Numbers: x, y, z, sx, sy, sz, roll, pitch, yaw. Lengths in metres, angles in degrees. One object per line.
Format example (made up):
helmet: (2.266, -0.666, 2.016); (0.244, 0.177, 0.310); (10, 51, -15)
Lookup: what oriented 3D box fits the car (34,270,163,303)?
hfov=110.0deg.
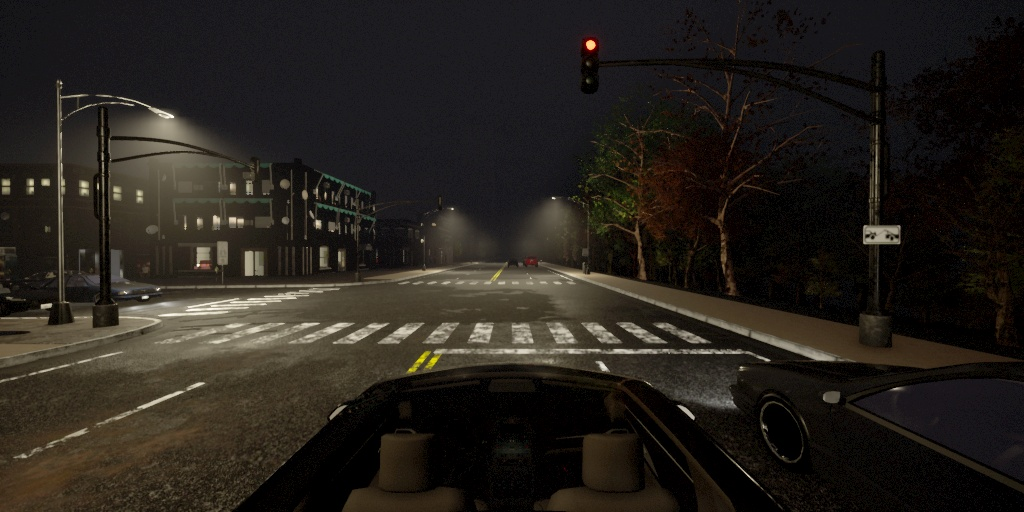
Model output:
car: (-19.282, 1.511, 16.413); (5.357, 1.411, 2.033); (-1, 1, 3)

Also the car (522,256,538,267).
car: (3.440, 0.948, 63.902); (2.150, 2.045, 5.566); (0, 0, 0)

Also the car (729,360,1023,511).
car: (3.326, 1.297, 1.696); (2.033, 1.411, 5.357); (0, 0, 3)

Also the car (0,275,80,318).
car: (-19.931, 1.565, 13.688); (4.313, 1.339, 1.948); (0, 0, 0)

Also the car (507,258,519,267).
car: (0.194, 1.231, 63.707); (1.837, 1.490, 4.892); (0, 0, 0)
